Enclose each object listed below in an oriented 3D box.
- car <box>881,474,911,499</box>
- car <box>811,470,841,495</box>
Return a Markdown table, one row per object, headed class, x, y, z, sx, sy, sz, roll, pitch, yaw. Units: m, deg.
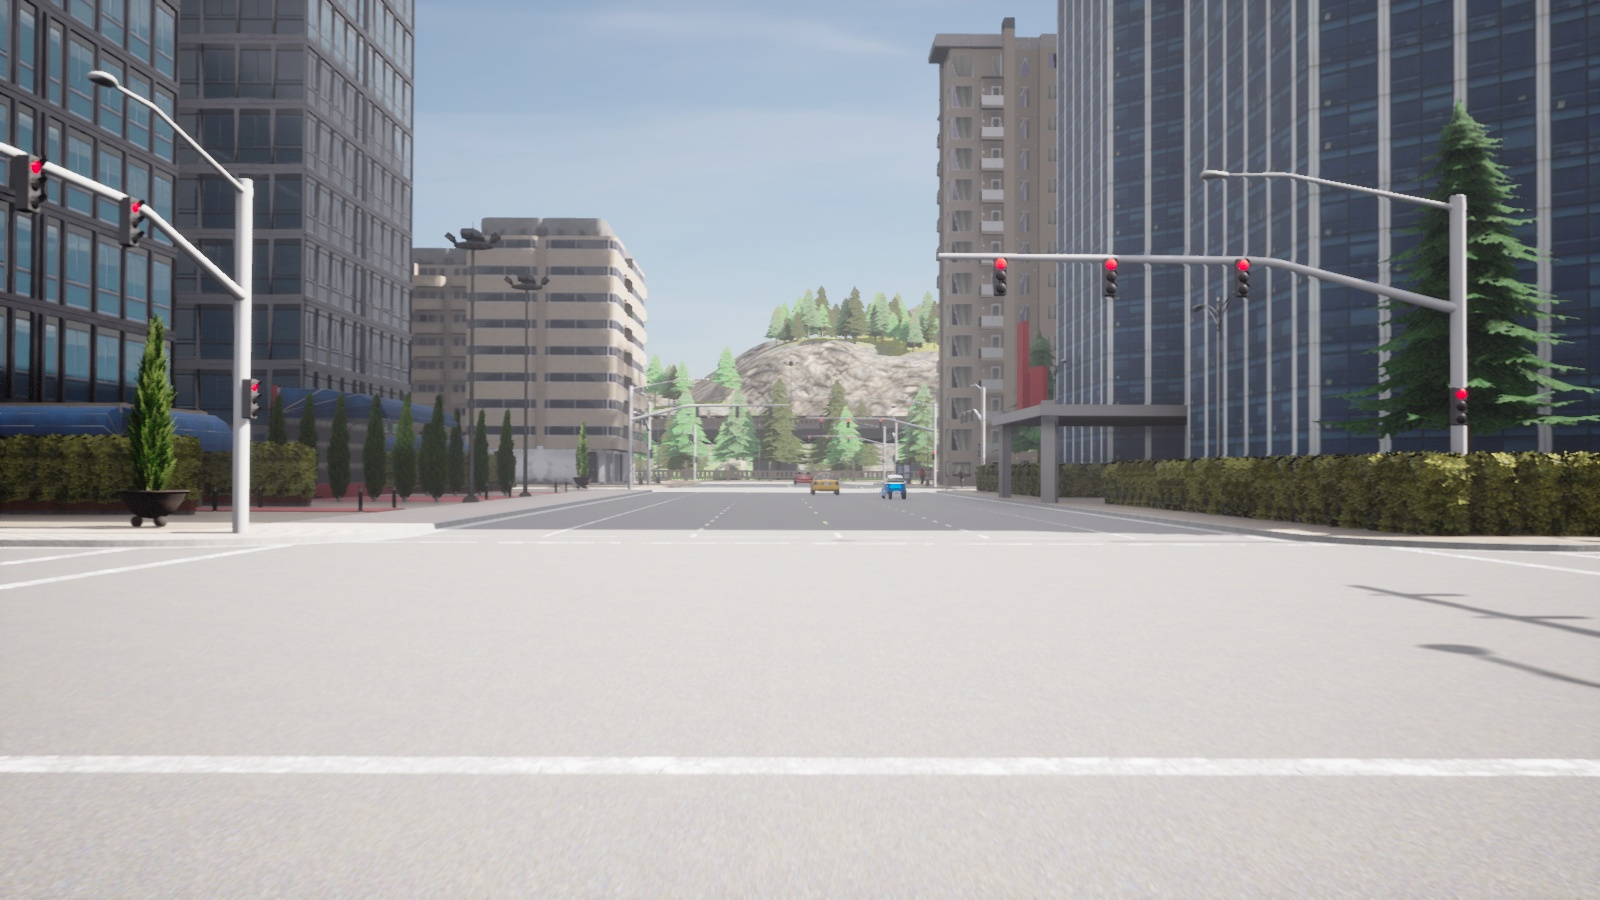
| class | x | y | z | sx | sy | sz | roll | pitch | yaw |
| --- | --- | --- | --- | --- | --- | --- | --- | --- | --- |
| car | 5.409 | 2.040 | 71.212 | 1.481 | 1.376 | 2.207 | 0 | -1 | -1 |
| car | 1.684 | 2.131 | 82.673 | 1.801 | 1.575 | 5.366 | 0 | -1 | -1 |
